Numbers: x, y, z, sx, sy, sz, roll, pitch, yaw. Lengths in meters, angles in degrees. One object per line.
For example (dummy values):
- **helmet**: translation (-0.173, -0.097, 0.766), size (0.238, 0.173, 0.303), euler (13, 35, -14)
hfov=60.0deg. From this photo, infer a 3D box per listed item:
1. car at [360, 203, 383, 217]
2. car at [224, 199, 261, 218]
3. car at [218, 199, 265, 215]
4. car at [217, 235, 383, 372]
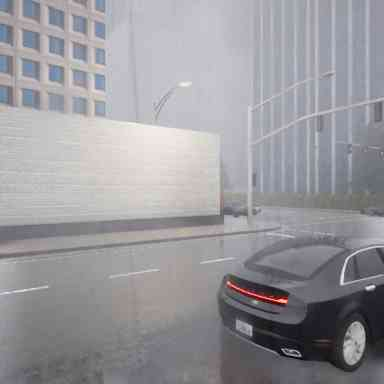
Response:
- **car**: translation (18.066, 1.590, 29.757), size (2.033, 1.411, 5.357), euler (0, 0, -36)
- **car**: translation (3.600, 1.603, 31.571), size (2.033, 1.411, 5.357), euler (0, 0, -36)
- **car**: translation (5.163, 1.547, 35.403), size (2.128, 1.511, 4.902), euler (0, 0, -36)
- **car**: translation (2.655, 1.505, 5.692), size (4.892, 1.490, 1.837), euler (0, 0, -35)
